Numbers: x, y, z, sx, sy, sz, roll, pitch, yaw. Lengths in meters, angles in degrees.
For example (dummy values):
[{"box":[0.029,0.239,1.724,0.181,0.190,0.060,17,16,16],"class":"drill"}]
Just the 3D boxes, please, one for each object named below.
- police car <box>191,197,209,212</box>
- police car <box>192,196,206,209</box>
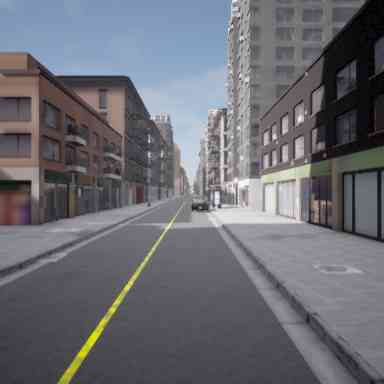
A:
[{"box":[0.899,1.458,38.010,1.930,1.638,5.238,0,0,0],"class":"police car"},{"box":[0.899,1.479,48.010,1.930,1.638,5.238,0,0,0],"class":"police car"}]
